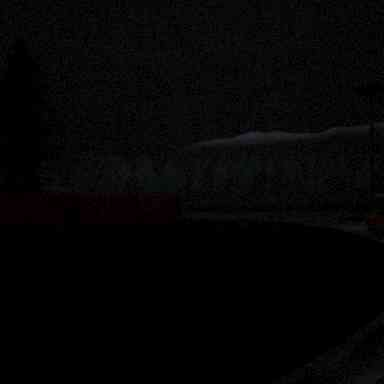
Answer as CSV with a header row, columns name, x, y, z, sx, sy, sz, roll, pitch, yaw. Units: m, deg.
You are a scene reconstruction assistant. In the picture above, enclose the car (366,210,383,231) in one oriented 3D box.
name,x,y,z,sx,sy,sz,roll,pitch,yaw
car,12.081,1.676,19.573,1.882,1.535,5.008,0,-1,4
